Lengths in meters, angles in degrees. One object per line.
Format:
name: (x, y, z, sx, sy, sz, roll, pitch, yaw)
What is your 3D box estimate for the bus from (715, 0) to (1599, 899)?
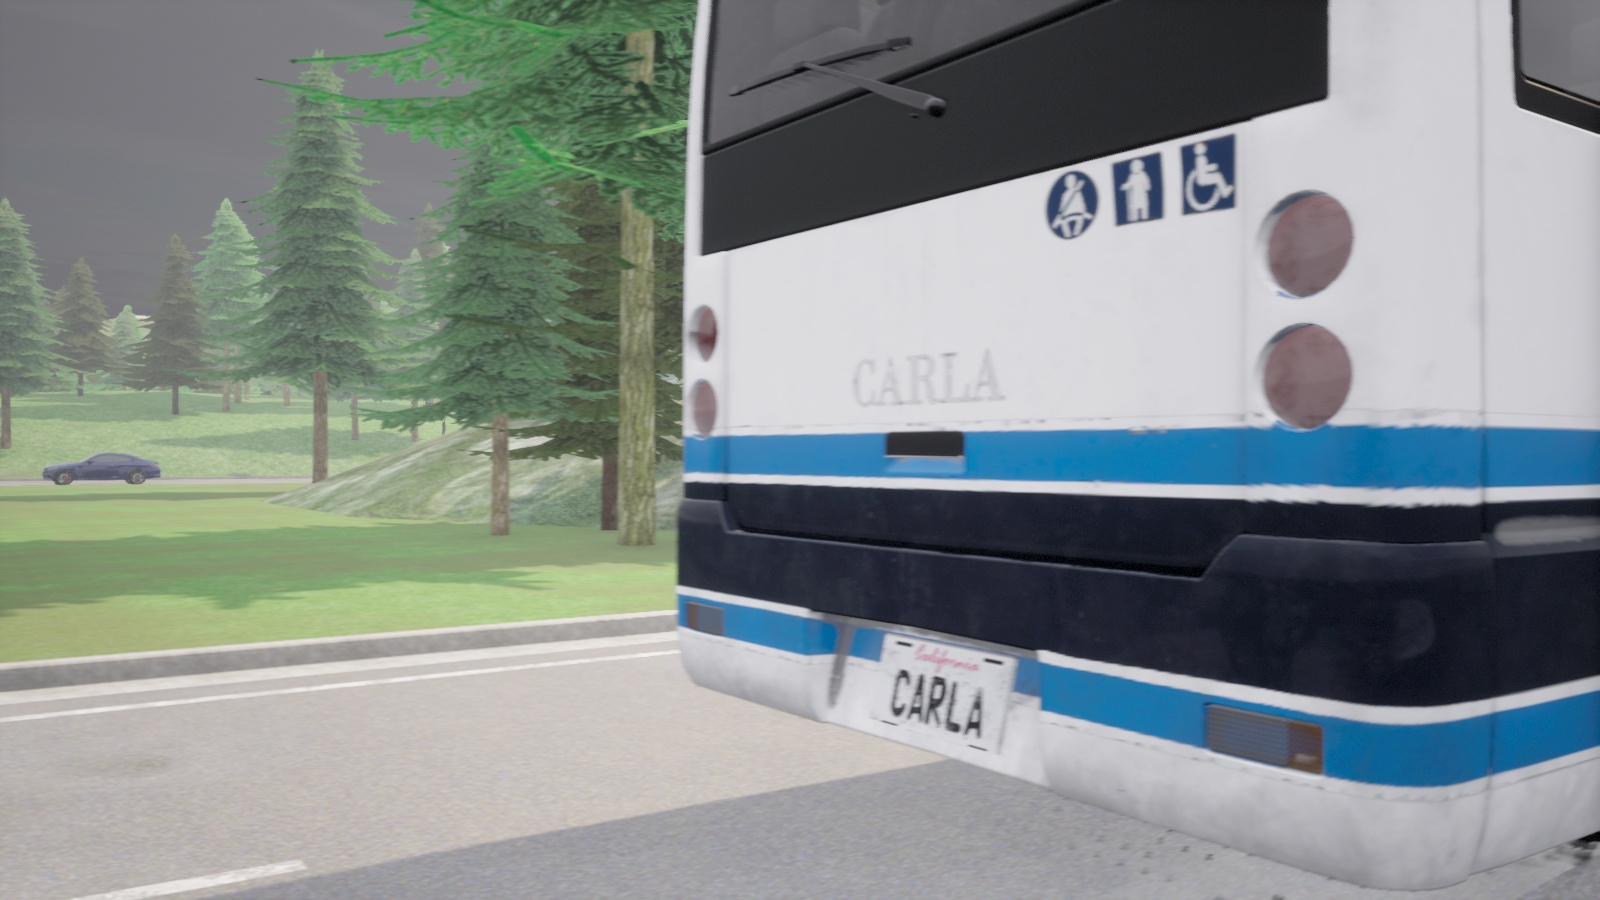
bus: (4.948, -0.625, 7.110, 10.273, 4.253, 3.944, 0, 0, -35)

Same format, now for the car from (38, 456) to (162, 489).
car: (-31.195, 0.974, 56.021, 4.674, 1.442, 1.812, 0, 0, -35)
